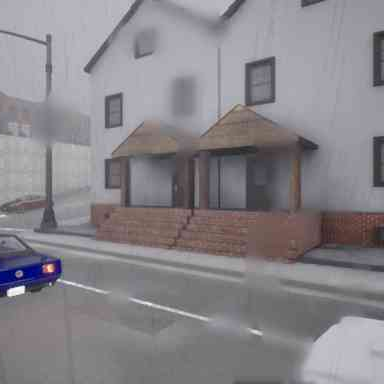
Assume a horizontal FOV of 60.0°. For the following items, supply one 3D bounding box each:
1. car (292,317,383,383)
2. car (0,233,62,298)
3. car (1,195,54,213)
[{"bbox_3d":[2.984,1.601,1.853,4.718,1.301,1.895,0,0,36],"label":"car"},{"bbox_3d":[-5.131,1.600,7.632,4.718,1.301,1.895,0,0,36],"label":"car"},{"bbox_3d":[-14.385,0.968,29.266,1.994,1.385,4.181,0,7,35],"label":"car"}]
